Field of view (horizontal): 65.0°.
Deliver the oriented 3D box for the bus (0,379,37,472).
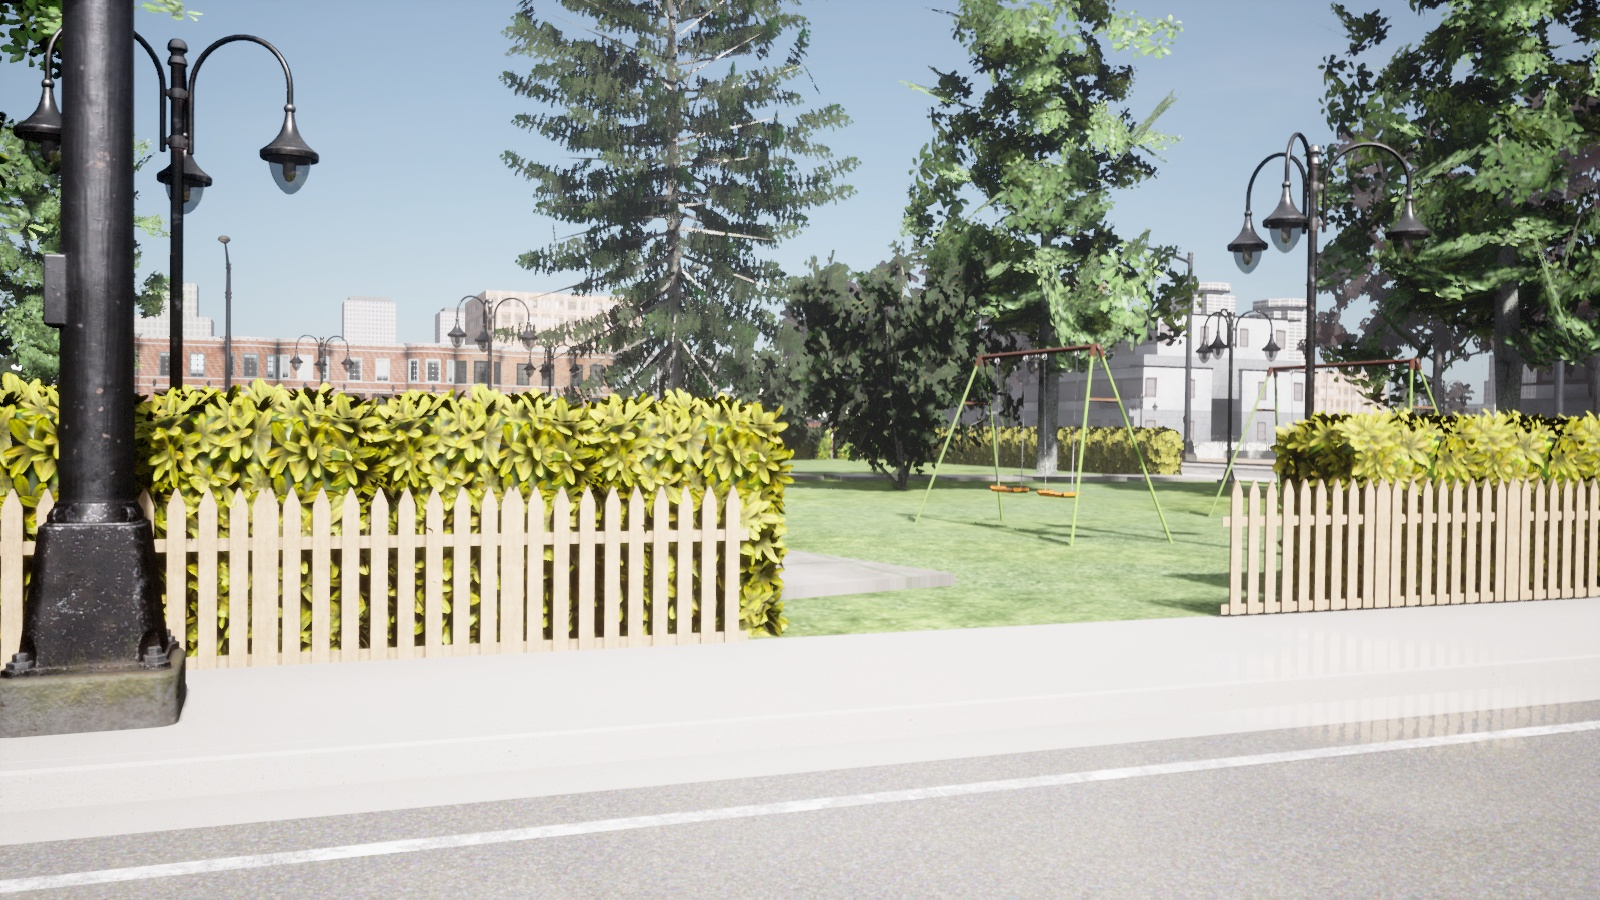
[{"bbox_3d":[-41.317,-1.087,57.513,10.273,4.253,3.944,-1,1,-22],"label":"bus"}]
